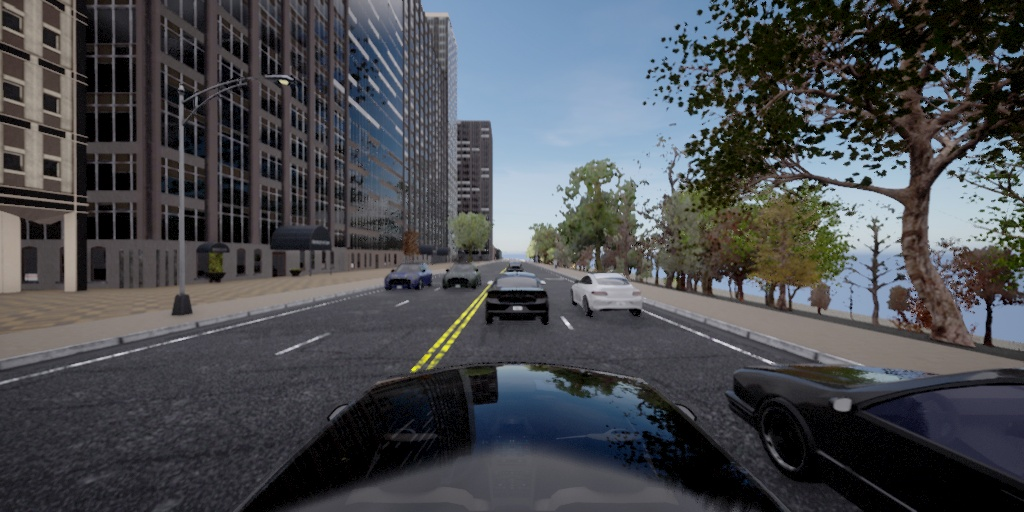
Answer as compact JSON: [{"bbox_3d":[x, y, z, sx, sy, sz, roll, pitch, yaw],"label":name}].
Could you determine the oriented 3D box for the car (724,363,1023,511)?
[{"bbox_3d":[3.348,1.297,1.617,2.033,1.411,5.357,0,0,0],"label":"car"}]

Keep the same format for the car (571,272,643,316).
[{"bbox_3d":[3.419,1.342,13.515,1.812,1.442,4.674,0,0,0],"label":"car"}]

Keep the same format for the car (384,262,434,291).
[{"bbox_3d":[-6.468,1.219,22.884,2.097,1.767,4.553,0,0,0],"label":"car"}]

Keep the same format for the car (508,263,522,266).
[{"bbox_3d":[0.331,1.466,39.108,1.837,1.490,4.892,0,0,0],"label":"car"}]

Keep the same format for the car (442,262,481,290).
[{"bbox_3d":[-3.213,1.224,23.657,2.097,1.767,4.553,0,0,0],"label":"car"}]

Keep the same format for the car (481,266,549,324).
[{"bbox_3d":[0.165,1.286,12.314,1.882,1.535,5.008,0,0,0],"label":"car"}]
